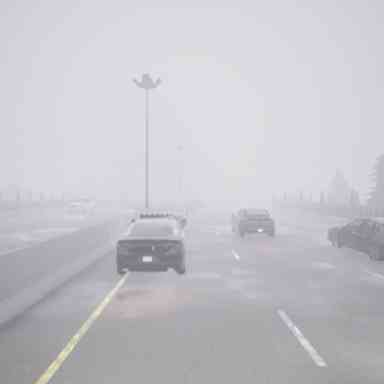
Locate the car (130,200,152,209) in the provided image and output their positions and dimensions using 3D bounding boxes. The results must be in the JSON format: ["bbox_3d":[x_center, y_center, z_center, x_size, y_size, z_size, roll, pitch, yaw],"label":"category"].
[{"bbox_3d":[-7.131,2.054,49.054,2.128,1.511,4.902,0,-1,4],"label":"car"}]

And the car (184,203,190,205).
[{"bbox_3d":[-1.275,1.819,26.887,1.812,1.442,4.674,0,-1,0],"label":"car"}]

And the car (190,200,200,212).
[{"bbox_3d":[-0.228,2.129,46.575,1.895,1.301,4.718,0,-1,3],"label":"car"}]

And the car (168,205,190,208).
[{"bbox_3d":[-1.226,1.747,20.887,1.812,1.442,4.674,0,-1,0],"label":"car"}]

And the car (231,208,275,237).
[{"bbox_3d":[3.438,1.705,19.244,1.837,1.490,4.892,0,-1,0],"label":"car"}]

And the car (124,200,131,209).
[{"bbox_3d":[-10.018,2.144,56.038,2.128,1.511,4.902,0,-1,8],"label":"car"}]

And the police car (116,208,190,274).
[{"bbox_3d":[-1.145,1.528,10.998,1.930,1.638,5.238,0,-1,0],"label":"police car"}]

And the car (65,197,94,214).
[{"bbox_3d":[-14.355,1.712,42.950,2.150,2.045,5.566,0,-1,1],"label":"car"}]

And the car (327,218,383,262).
[{"bbox_3d":[6.998,1.666,12.498,2.033,1.411,5.357,0,-1,0],"label":"car"}]

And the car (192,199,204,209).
[{"bbox_3d":[0.871,2.017,58.676,2.097,1.767,4.553,0,-1,10],"label":"car"}]
